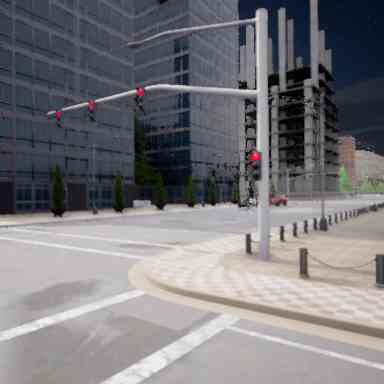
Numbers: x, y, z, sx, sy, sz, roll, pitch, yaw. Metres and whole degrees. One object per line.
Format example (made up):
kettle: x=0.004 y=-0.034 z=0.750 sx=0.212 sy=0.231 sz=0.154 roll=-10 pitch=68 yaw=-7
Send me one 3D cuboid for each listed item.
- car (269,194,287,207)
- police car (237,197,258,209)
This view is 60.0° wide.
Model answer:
car: x=14.054 y=1.381 z=55.570 sx=2.150 sy=2.045 sz=5.566 roll=-1 pitch=0 yaw=36
police car: x=8.157 y=1.585 z=47.395 sx=1.930 sy=1.638 sz=5.238 roll=-1 pitch=0 yaw=36
